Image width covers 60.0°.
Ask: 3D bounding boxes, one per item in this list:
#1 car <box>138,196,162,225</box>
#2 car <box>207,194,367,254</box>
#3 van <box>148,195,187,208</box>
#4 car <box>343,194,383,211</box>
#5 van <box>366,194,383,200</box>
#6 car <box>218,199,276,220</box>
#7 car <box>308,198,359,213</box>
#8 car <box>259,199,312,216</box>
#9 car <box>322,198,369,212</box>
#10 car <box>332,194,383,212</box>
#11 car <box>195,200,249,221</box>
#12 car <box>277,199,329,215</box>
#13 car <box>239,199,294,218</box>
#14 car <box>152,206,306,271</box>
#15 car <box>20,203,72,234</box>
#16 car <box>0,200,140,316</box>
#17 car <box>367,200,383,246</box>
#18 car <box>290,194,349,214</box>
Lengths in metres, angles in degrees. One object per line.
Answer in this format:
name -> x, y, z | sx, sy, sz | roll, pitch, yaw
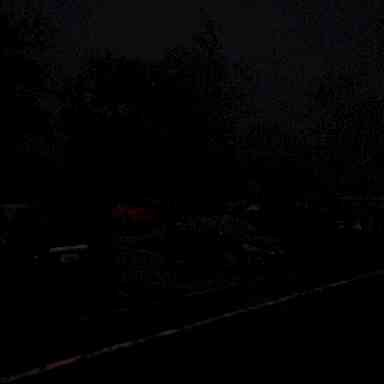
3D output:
car -> -4.386, 1.325, 23.330 | 2.185, 1.767, 4.553 | 0, 0, -35
car -> 3.205, 1.199, 12.752 | 2.435, 2.045, 5.566 | 0, 0, -35
van -> -2.208, 1.223, 25.064 | 1.878, 1.987, 4.442 | 0, 0, -35
car -> 22.703, 1.239, 42.688 | 2.435, 2.045, 5.566 | 0, 0, -36
van -> 7.852, 1.224, 15.890 | 1.878, 1.987, 4.442 | 0, 0, -36
car -> 4.769, 1.450, 29.675 | 1.946, 1.575, 5.366 | 0, 0, -36
car -> 15.993, 1.466, 37.920 | 2.097, 1.535, 5.008 | 0, 0, -36
car -> 9.210, 1.485, 33.042 | 2.163, 1.488, 4.792 | 0, 0, -36
car -> 18.156, 1.512, 39.470 | 2.002, 1.452, 4.674 | 0, 0, -36
car -> 20.538, 1.229, 41.140 | 2.435, 2.045, 5.566 | 0, 0, -36
car -> 2.396, 1.492, 28.205 | 2.002, 1.452, 4.674 | 0, 0, -36
car -> 11.442, 1.487, 34.709 | 2.163, 1.488, 4.792 | 0, 0, -36
car -> 6.931, 1.454, 31.442 | 2.097, 1.535, 5.008 | 0, 0, -36
car -> 0.934, 1.454, 11.105 | 2.231, 1.521, 4.892 | 0, 0, -35
car -> -8.940, 1.501, 20.126 | 2.002, 1.452, 4.674 | 0, 0, -35
car -> -3.644, 1.219, 7.872 | 2.435, 2.045, 5.566 | 0, 0, -35
car -> 5.520, 1.322, 14.329 | 2.185, 1.767, 4.553 | 0, 0, -36
car -> 13.740, 1.209, 36.281 | 2.435, 2.045, 5.566 | 0, 0, -36
